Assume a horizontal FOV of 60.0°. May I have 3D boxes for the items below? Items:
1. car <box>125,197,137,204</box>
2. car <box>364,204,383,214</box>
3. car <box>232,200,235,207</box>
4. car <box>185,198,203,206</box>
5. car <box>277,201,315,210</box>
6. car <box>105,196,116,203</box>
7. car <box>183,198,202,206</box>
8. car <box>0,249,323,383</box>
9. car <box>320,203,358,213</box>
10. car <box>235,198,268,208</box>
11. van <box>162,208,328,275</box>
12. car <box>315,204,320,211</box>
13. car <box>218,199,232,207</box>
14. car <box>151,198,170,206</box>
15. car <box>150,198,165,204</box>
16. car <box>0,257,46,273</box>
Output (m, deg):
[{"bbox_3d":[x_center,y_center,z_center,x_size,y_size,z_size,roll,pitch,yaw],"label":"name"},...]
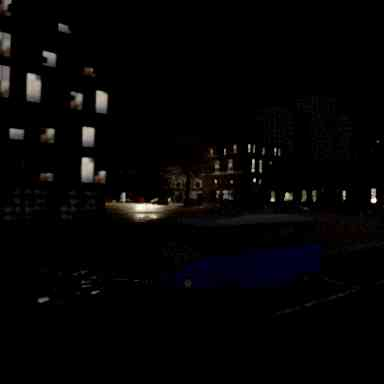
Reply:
[{"bbox_3d":[-15.913,2.188,82.017,1.947,1.339,4.313,1,-1,-35],"label":"car"},{"bbox_3d":[23.299,2.103,40.460,2.008,1.369,4.403,1,-1,-35],"label":"car"},{"bbox_3d":[10.035,1.977,59.492,2.192,1.841,5.009,1,-1,-35],"label":"car"},{"bbox_3d":[0.467,2.182,73.119,1.967,1.590,4.097,1,-1,-35],"label":"car"},{"bbox_3d":[12.475,1.816,40.910,1.967,1.590,4.097,1,-1,-35],"label":"car"},{"bbox_3d":[-22.149,2.202,90.997,1.752,1.417,4.829,1,-1,-35],"label":"car"},{"bbox_3d":[-0.051,1.900,63.902,1.812,1.442,4.674,2,-1,-35],"label":"car"},{"bbox_3d":[-1.159,1.530,2.551,4.674,1.442,1.812,1,0,-36],"label":"car"},{"bbox_3d":[20.172,2.144,44.963,1.947,1.339,4.313,1,-1,-35],"label":"car"},{"bbox_3d":[9.287,1.980,50.292,2.128,1.511,4.902,2,-1,-35],"label":"car"},{"bbox_3d":[1.182,1.392,7.351,3.998,1.788,1.690,1,0,-36],"label":"van"},{"bbox_3d":[17.046,2.187,49.464,1.802,1.307,4.206,1,-1,-35],"label":"car"},{"bbox_3d":[6.840,2.129,64.031,1.967,1.590,4.097,1,-1,-35],"label":"car"},{"bbox_3d":[-6.319,2.065,68.199,1.752,1.417,4.829,1,-1,-35],"label":"car"},{"bbox_3d":[-9.129,2.350,86.937,1.752,1.417,4.829,1,-1,-35],"label":"car"},{"bbox_3d":[-3.414,1.539,4.069,4.507,1.381,1.887,1,0,-36],"label":"car"}]
